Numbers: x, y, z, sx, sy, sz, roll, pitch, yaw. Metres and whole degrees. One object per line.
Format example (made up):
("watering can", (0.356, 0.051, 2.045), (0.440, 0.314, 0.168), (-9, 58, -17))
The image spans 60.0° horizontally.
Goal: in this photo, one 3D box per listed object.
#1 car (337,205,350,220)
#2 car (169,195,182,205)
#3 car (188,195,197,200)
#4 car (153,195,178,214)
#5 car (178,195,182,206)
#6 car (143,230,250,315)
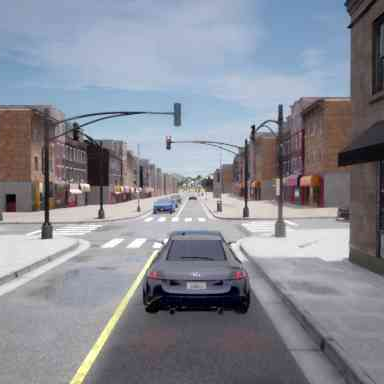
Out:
("car", (12.198, 1.079, 21.905), (5.008, 1.535, 1.882), (-2, 1, 0))
("car", (-2.739, 1.263, 55.924), (1.837, 1.490, 4.892), (0, 0, 0))
("car", (0.140, 1.220, 74.186), (1.895, 1.301, 4.718), (0, 0, 0))
("car", (-2.785, 1.368, 34.076), (1.882, 1.535, 5.008), (0, 0, 2))
("car", (-2.773, 1.325, 44.126), (2.128, 1.511, 4.902), (0, 0, 0))
("car", (0.101, 1.559, 7.647), (1.994, 1.385, 4.181), (0, 0, 1))
